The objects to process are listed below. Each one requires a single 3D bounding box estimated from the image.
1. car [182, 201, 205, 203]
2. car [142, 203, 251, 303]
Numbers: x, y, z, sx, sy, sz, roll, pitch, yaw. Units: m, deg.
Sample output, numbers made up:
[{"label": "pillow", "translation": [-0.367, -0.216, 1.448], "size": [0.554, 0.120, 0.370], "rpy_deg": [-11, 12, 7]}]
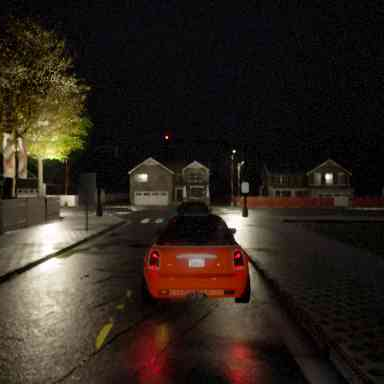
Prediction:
[{"label": "car", "translation": [0.094, 1.272, 18.162], "size": [2.097, 1.767, 4.553], "rpy_deg": [0, 0, 1]}, {"label": "car", "translation": [0.084, 1.315, 8.254], "size": [2.097, 1.767, 4.553], "rpy_deg": [0, 0, 0]}]
